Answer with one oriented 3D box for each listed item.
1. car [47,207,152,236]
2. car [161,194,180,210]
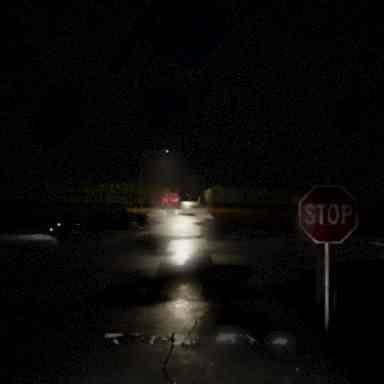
[{"bbox_3d":[-4.791,1.513,17.957,5.357,1.411,2.033,2,-1,-39],"label":"car"},{"bbox_3d":[-2.754,1.260,43.960,2.150,2.045,5.566,0,0,0],"label":"car"}]
